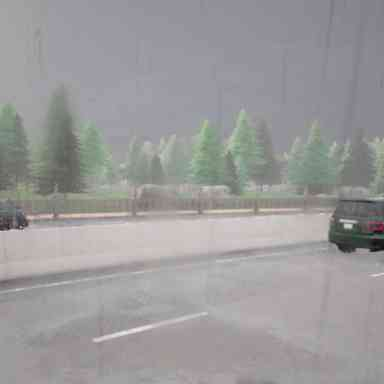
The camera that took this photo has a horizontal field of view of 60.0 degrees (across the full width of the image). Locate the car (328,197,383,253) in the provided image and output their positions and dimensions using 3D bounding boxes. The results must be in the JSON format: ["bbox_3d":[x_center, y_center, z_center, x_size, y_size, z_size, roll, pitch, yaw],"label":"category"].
[{"bbox_3d":[7.443,1.206,12.019,5.566,2.045,2.150,0,0,-27],"label":"car"}]
